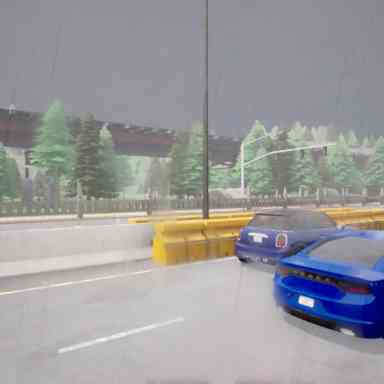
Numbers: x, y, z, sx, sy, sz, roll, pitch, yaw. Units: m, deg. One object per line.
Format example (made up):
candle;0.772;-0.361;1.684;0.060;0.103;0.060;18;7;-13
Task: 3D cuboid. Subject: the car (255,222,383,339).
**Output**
car;3.713;1.478;6.401;5.008;1.535;1.882;0;0;-36

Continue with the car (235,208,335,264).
car;3.583;1.352;10.610;4.553;1.767;2.097;0;0;-36
